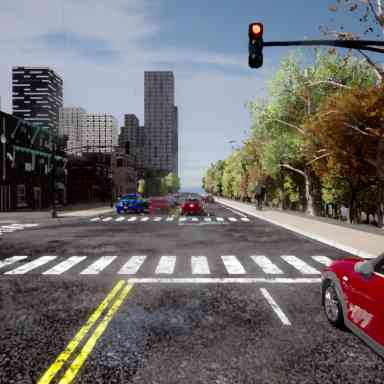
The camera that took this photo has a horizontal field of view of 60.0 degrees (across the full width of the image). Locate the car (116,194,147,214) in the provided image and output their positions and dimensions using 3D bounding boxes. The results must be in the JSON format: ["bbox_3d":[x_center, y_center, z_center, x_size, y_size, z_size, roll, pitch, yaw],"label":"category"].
[{"bbox_3d":[-6.568,1.210,35.782,2.150,2.045,5.566,0,0,0],"label":"car"}]

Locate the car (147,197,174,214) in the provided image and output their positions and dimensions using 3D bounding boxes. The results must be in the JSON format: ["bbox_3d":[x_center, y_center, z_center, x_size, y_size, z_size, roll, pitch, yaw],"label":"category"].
[{"bbox_3d":[-3.321,1.467,35.531,1.882,1.535,5.008,0,0,0],"label":"car"}]

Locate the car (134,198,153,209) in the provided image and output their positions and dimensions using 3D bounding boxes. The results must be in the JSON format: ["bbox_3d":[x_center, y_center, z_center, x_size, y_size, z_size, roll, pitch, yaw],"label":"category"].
[{"bbox_3d":[-6.563,1.585,45.529,1.895,1.301,4.718,0,0,0],"label":"car"}]

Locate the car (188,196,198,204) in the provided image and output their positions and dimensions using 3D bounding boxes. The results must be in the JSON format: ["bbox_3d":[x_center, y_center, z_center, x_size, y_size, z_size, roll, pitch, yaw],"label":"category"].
[{"bbox_3d":[0.129,1.539,66.139,1.994,1.385,4.181,0,0,0],"label":"car"}]

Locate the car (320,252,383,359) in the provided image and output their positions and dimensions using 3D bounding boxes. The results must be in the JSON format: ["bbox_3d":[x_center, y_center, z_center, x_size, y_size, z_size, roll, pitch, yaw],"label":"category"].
[{"bbox_3d":[3.350,1.351,4.160,2.097,1.767,4.553,0,0,0],"label":"car"}]

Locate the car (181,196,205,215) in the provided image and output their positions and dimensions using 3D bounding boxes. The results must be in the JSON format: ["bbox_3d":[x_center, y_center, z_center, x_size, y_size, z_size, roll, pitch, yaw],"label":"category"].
[{"bbox_3d":[0.045,1.341,33.702,2.097,1.767,4.553,0,0,2],"label":"car"}]

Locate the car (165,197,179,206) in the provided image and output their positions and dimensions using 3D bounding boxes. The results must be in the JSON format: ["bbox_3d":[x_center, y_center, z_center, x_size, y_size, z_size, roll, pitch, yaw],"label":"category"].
[{"bbox_3d":[-3.299,1.527,56.002,2.033,1.411,5.357,0,0,0],"label":"car"}]

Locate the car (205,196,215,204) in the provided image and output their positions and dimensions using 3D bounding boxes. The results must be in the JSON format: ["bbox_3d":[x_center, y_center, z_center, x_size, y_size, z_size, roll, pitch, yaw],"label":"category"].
[{"bbox_3d":[3.379,1.453,65.332,1.882,1.535,5.008,0,0,0],"label":"car"}]

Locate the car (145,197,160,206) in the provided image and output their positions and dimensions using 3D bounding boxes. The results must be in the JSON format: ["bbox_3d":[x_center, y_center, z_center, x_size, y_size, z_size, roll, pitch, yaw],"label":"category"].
[{"bbox_3d":[-6.546,1.544,55.558,1.994,1.385,4.181,0,0,1],"label":"car"}]

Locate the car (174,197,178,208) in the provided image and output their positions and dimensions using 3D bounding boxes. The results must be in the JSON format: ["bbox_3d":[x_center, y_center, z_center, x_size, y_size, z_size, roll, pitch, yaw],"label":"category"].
[{"bbox_3d":[-3.311,1.532,45.429,2.033,1.411,5.357,0,0,0],"label":"car"}]

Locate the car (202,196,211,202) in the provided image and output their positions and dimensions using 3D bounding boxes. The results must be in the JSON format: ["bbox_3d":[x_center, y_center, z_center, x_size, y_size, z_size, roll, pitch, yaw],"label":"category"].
[{"bbox_3d":[3.285,1.523,75.475,1.994,1.385,4.181,0,0,0],"label":"car"}]
